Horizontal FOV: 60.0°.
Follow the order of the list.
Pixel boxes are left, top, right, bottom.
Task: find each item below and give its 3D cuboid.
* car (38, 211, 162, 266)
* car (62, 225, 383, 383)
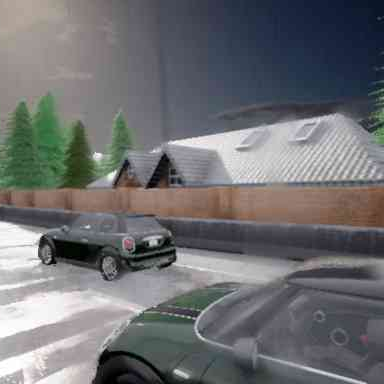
[{"bbox_3d":[-2.688,1.354,10.036,4.553,1.767,2.097,0,0,38],"label":"car"},{"bbox_3d":[1.260,1.346,2.715,4.553,1.767,2.097,0,0,35],"label":"car"}]
